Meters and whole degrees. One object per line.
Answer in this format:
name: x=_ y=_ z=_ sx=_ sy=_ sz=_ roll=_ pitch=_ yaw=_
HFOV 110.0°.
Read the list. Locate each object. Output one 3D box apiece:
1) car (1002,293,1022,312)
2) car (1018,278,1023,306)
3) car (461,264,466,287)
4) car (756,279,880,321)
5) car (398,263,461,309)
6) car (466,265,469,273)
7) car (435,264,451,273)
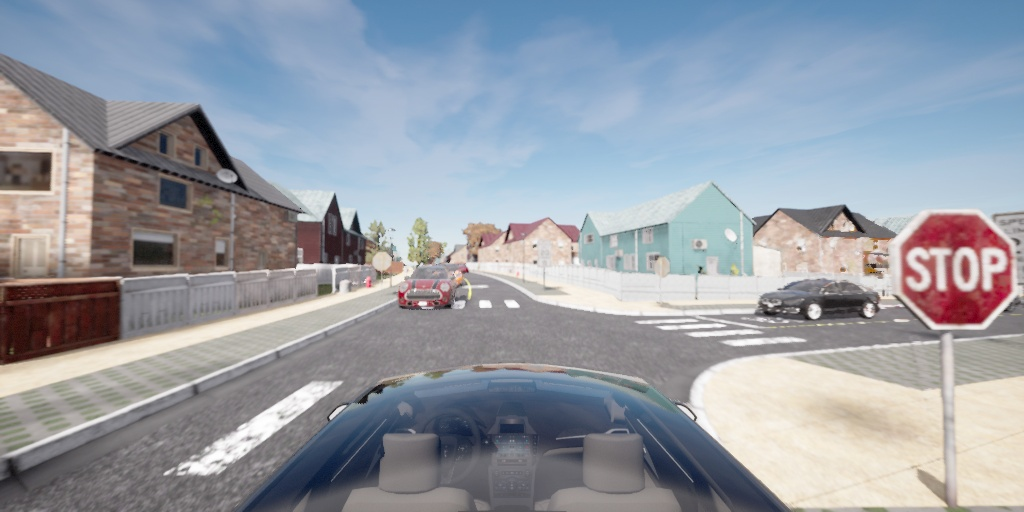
car: x=21.564 y=1.901 z=17.068 sx=5.357 sy=1.411 sz=2.033 roll=1 pitch=-2 yaw=-17
car: x=31.253 y=2.034 z=20.059 sx=5.008 sy=1.535 sz=1.882 roll=1 pitch=-2 yaw=-17
car: x=-4.855 y=1.373 z=27.639 sx=2.097 sy=1.767 sz=4.553 roll=0 pitch=-1 yaw=-8
car: x=12.077 y=1.662 z=14.179 sx=4.892 sy=1.490 sz=1.837 roll=1 pitch=-2 yaw=-16
car: x=-3.586 y=1.246 z=15.917 sx=2.097 sy=1.767 sz=4.553 roll=0 pitch=0 yaw=-5
car: x=-7.955 y=1.936 z=56.199 sx=1.994 sy=1.385 sz=4.181 roll=0 pitch=-1 yaw=-15
car: x=-11.014 y=1.915 z=56.767 sx=2.033 sy=1.411 sz=5.357 roll=0 pitch=-1 yaw=-16
